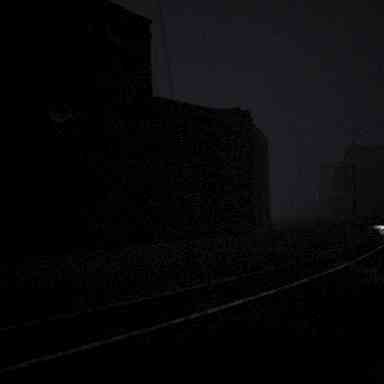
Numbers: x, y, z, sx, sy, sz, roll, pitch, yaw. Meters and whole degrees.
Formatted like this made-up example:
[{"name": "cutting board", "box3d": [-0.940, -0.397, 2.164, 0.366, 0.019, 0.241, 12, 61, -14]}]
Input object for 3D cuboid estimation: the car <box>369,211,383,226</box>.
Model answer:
[{"name": "car", "box3d": [19.422, 2.603, 33.646, 2.033, 1.411, 5.357, -2, -3, 15]}]
